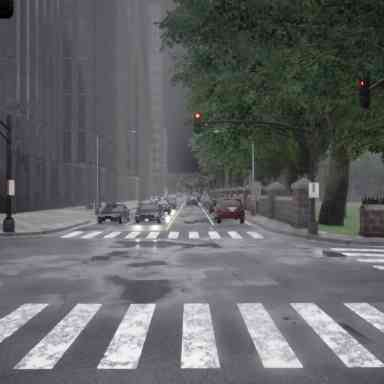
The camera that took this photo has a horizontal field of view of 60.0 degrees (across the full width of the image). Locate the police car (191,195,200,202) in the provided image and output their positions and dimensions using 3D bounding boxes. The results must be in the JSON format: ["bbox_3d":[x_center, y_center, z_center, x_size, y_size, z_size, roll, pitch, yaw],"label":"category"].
[{"bbox_3d":[0.824,1.494,75.862,1.930,1.638,5.238,0,0,0],"label":"police car"}]

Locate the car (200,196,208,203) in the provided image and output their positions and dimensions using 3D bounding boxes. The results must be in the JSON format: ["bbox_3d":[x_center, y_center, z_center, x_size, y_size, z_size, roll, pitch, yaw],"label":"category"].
[{"bbox_3d":[2.688,1.592,74.377,1.752,1.417,4.829,0,0,0],"label":"car"}]

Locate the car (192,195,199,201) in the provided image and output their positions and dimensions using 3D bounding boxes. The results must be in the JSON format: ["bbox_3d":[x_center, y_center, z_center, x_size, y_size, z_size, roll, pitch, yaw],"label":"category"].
[{"bbox_3d":[0.814,1.591,85.752,1.837,1.490,4.892,0,0,0],"label":"car"}]

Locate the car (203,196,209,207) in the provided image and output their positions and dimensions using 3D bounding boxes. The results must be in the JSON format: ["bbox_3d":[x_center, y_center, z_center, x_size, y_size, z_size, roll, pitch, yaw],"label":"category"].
[{"bbox_3d":[2.722,1.579,41.467,2.008,1.369,4.403,0,0,0],"label":"car"}]

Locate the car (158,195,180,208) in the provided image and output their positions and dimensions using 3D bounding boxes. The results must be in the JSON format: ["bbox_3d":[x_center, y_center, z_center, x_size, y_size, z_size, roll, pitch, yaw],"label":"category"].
[{"bbox_3d":[-3.135,1.524,45.504,2.128,1.511,4.902,0,0,0],"label":"car"}]

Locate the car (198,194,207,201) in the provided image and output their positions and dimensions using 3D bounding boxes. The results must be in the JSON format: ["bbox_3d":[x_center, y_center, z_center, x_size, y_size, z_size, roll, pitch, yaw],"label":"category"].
[{"bbox_3d":[2.677,1.399,85.120,2.192,1.841,5.009,0,0,0],"label":"car"}]

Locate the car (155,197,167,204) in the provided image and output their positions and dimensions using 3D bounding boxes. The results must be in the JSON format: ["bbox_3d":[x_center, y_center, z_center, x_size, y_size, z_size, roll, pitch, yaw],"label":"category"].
[{"bbox_3d":[-5.826,1.634,63.280,1.802,1.307,4.206,0,0,0],"label":"car"}]

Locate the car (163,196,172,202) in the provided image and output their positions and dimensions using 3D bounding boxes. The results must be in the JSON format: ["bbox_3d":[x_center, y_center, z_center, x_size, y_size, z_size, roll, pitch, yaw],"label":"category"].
[{"bbox_3d":[-5.843,1.619,79.651,1.887,1.381,4.507,0,0,0],"label":"car"}]

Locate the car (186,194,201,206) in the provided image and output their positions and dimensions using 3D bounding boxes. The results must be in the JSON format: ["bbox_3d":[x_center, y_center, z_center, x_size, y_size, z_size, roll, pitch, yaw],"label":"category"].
[{"bbox_3d":[0.045,1.569,55.241,1.812,1.442,4.674,0,0,0],"label":"car"}]

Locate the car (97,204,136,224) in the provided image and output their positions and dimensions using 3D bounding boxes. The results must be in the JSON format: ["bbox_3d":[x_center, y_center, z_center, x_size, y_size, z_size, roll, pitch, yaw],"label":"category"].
[{"bbox_3d":[-5.787,1.576,25.081,1.947,1.339,4.313,0,0,0],"label":"car"}]

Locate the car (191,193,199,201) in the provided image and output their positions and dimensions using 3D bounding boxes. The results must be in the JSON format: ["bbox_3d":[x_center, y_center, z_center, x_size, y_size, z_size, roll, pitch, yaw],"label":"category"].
[{"bbox_3d":[0.808,1.319,91.783,2.150,2.045,5.566,0,0,0],"label":"car"}]

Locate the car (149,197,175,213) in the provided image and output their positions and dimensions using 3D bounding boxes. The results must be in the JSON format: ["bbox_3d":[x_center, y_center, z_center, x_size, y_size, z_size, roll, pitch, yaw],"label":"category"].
[{"bbox_3d":[-3.121,1.547,35.237,1.812,1.442,4.674,0,0,0],"label":"car"}]

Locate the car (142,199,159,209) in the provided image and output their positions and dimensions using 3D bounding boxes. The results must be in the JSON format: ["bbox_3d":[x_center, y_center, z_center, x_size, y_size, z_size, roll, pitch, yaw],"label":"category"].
[{"bbox_3d":[-5.809,1.616,46.908,1.802,1.307,4.206,0,0,0],"label":"car"}]

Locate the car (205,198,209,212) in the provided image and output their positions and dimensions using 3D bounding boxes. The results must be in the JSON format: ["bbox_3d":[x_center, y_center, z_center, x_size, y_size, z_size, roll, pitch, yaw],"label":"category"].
[{"bbox_3d":[2.727,1.588,36.011,1.947,1.339,4.313,0,0,0],"label":"car"}]

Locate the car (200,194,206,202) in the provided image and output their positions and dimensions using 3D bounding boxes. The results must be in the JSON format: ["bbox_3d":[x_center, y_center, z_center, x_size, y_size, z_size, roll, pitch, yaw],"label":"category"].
[{"bbox_3d":[2.711,1.480,52.381,1.967,1.590,4.097,0,0,0],"label":"car"}]

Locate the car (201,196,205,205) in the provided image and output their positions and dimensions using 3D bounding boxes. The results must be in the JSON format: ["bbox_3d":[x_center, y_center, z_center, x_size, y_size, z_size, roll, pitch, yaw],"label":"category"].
[{"bbox_3d":[2.716,1.585,46.924,2.008,1.369,4.403,0,0,0],"label":"car"}]

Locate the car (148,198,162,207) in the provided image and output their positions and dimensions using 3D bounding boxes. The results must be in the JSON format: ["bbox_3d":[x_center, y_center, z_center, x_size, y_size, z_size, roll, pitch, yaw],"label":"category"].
[{"bbox_3d":[-5.815,1.622,52.366,1.802,1.307,4.206,0,0,0],"label":"car"}]

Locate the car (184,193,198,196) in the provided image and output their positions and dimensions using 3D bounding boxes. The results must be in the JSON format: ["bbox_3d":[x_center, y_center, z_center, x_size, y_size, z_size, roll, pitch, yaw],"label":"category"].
[{"bbox_3d":[0.025,1.406,65.004,2.097,1.767,4.553,0,0,0],"label":"car"}]

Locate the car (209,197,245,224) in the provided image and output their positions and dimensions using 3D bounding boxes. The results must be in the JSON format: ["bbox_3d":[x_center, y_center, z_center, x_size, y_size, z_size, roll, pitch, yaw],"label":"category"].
[{"bbox_3d":[2.738,1.325,25.099,2.192,1.841,5.009,0,0,0],"label":"car"}]

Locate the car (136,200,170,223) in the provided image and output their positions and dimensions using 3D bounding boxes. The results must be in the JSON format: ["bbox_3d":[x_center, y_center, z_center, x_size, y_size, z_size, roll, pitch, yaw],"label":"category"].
[{"bbox_3d":[-3.126,1.558,25.599,2.033,1.411,5.357,0,0,0],"label":"car"}]

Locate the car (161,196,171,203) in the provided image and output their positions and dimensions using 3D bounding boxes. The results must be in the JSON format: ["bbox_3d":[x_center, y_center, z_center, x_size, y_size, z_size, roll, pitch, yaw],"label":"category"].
[{"bbox_3d":[-5.837,1.611,74.194,1.887,1.381,4.507,0,0,0],"label":"car"}]
